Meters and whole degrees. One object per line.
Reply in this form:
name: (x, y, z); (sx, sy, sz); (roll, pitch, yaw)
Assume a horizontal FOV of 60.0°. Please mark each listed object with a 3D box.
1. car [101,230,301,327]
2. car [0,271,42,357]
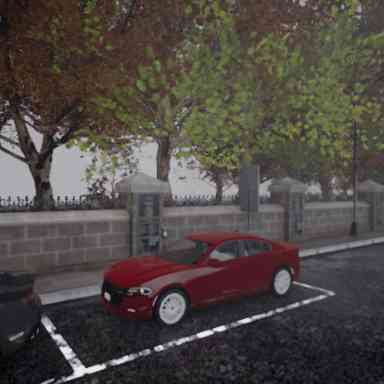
car: (0.386, 1.531, 6.989); (4.507, 1.381, 1.887); (0, 0, -35)
car: (-4.096, 1.555, 3.733); (4.403, 1.369, 2.008); (0, 0, -35)
